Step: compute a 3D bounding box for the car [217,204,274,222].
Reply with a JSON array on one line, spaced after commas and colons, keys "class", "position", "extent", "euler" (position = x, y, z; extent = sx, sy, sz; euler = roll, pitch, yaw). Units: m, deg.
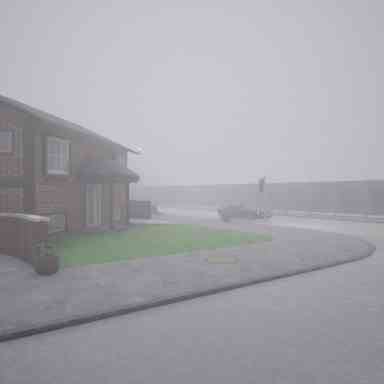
[{"class": "car", "position": [4.155, 1.589, 26.345], "extent": [1.895, 1.301, 4.718], "euler": [0, 0, -35]}]
